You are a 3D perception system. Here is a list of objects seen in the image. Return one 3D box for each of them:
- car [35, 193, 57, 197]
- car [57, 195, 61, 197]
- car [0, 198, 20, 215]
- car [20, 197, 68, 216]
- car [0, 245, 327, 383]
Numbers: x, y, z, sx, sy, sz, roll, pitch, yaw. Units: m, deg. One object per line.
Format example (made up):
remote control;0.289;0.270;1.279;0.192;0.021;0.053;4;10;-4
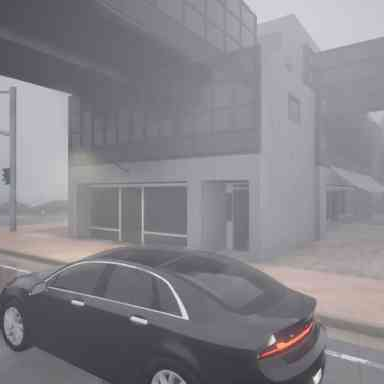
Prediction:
car;-31.200;1.153;69.870;4.605;1.855;1.932;0;0;35
car;-29.471;1.364;72.196;3.905;1.438;1.784;0;0;35
car;-18.344;1.564;33.145;1.994;1.385;4.181;0;0;36
car;-13.966;1.505;33.197;1.837;1.490;4.892;0;0;36
car;-0.788;1.505;4.555;4.892;1.490;1.837;0;0;36
